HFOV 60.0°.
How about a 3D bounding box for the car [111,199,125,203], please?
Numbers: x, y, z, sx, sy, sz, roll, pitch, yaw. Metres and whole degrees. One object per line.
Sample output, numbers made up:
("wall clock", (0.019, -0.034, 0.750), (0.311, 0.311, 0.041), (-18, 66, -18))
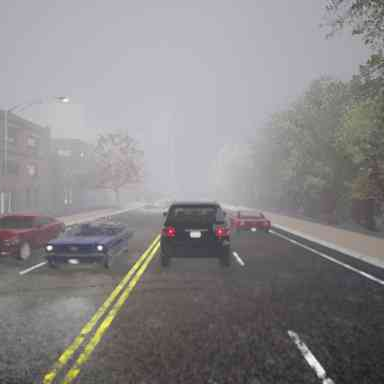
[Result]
("car", (-20.700, 2.553, 92.282), (4.313, 1.339, 1.947), (-1, 1, -1))

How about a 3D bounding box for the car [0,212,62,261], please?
("car", (-6.601, 1.581, 12.943), (1.882, 1.535, 5.008), (0, 0, 0))

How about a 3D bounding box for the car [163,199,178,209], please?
("car", (-3.427, 1.921, 54.235), (2.128, 1.511, 4.902), (0, 0, 0))

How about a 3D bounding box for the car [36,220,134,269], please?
("car", (-3.352, 1.694, 11.650), (1.895, 1.301, 4.718), (0, 0, 0))

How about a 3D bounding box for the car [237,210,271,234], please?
("car", (3.348, 1.762, 20.221), (1.895, 1.301, 4.718), (0, 0, 0))

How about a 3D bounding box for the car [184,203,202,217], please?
("car", (0.097, 1.887, 36.131), (1.895, 1.301, 4.718), (0, 0, 0))

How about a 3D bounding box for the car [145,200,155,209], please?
("car", (-6.680, 2.037, 54.982), (1.895, 1.301, 4.718), (0, 0, 0))

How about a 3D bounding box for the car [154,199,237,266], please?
("car", (0.100, 1.318, 12.048), (2.150, 2.045, 5.566), (0, 0, 0))
